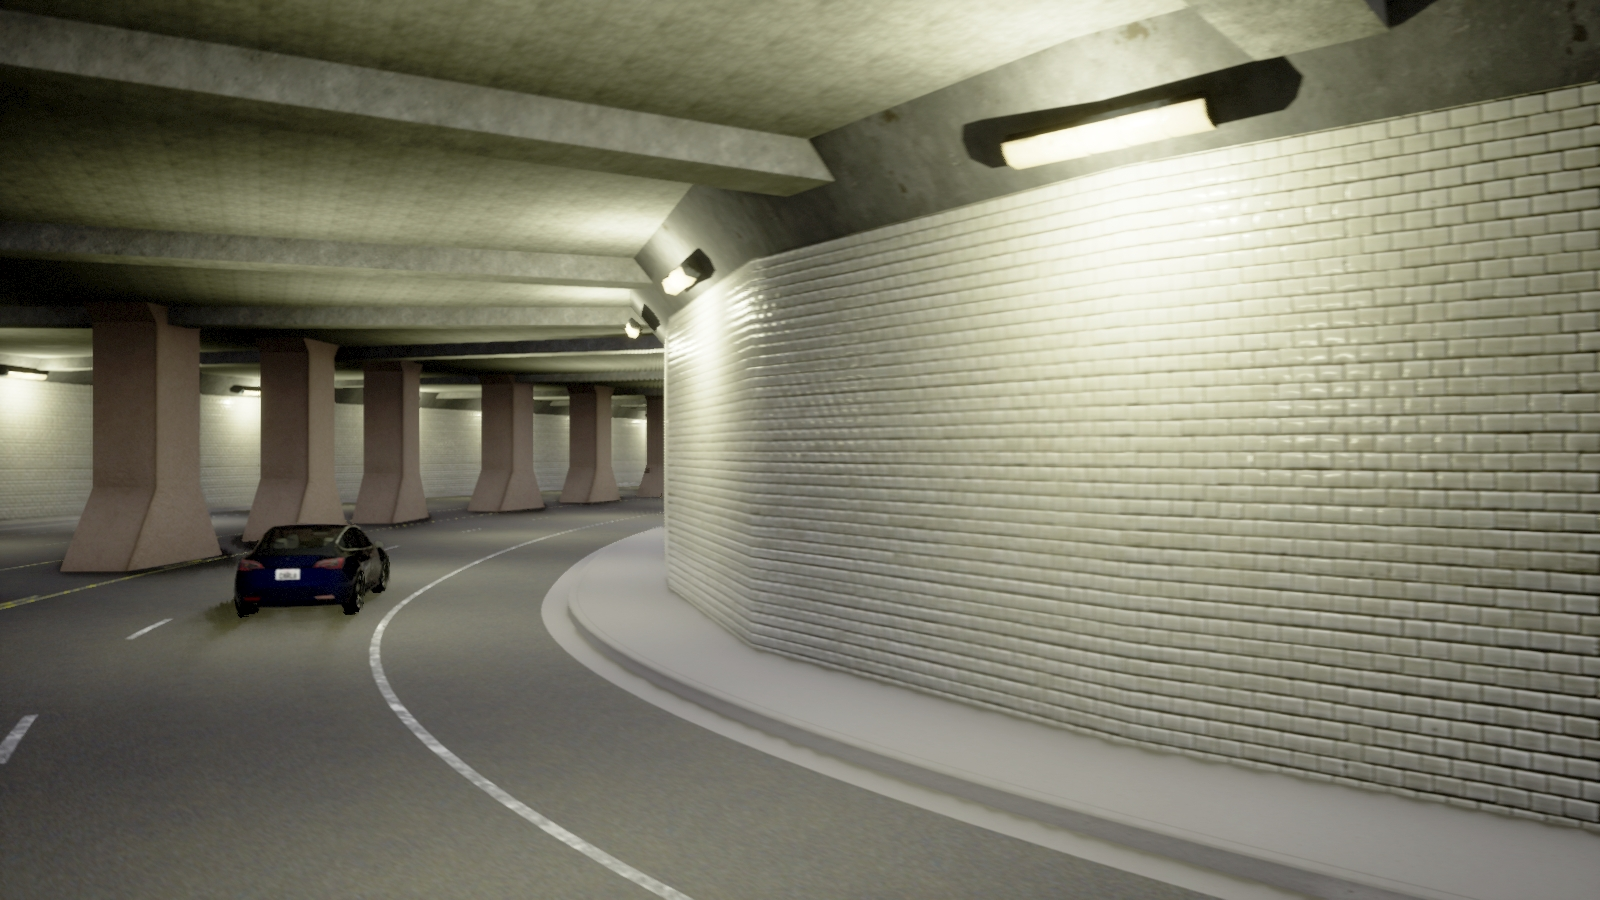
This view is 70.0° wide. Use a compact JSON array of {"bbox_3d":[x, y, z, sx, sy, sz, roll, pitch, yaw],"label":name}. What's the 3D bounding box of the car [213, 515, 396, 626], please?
[{"bbox_3d":[-8.826,2.068,20.825,2.163,1.488,4.792,0,0,-12],"label":"car"}]
